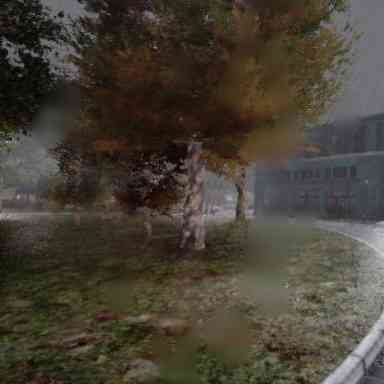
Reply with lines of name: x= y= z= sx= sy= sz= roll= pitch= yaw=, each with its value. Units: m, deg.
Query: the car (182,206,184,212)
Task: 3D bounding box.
car: x=-4.353 y=3.443 z=74.060 sx=5.566 sy=2.045 sz=2.435 roll=2 pitch=-3 yaw=2

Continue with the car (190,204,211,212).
car: x=2.399 y=4.330 z=90.517 sx=5.566 sy=2.045 sz=2.435 roll=1 pitch=-2 yaw=3

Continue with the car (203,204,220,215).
car: x=3.121 y=3.350 z=58.331 sx=1.837 sy=1.490 sz=4.892 roll=1 pitch=-3 yaw=15

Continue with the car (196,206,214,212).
car: x=3.591 y=4.697 z=93.247 sx=4.892 sy=1.521 sz=2.231 roll=1 pitch=-2 yaw=3

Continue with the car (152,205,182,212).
car: x=-5.507 y=3.271 z=71.294 sx=5.566 sy=2.045 sz=2.435 roll=2 pitch=-3 yaw=1
